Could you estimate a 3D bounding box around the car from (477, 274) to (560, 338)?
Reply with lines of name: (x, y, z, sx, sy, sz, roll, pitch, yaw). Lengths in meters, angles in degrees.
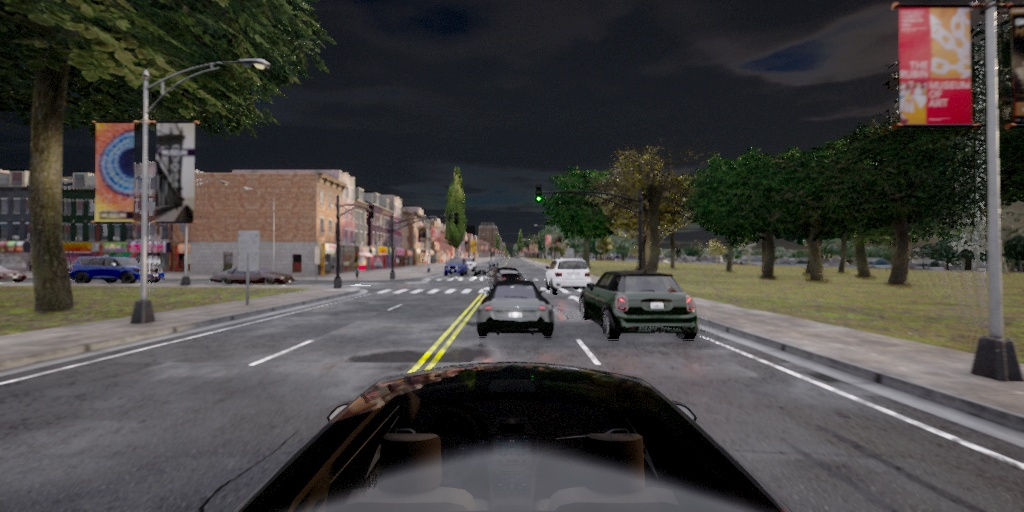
car: (0.085, 1.399, 10.552, 1.994, 1.385, 4.181, 0, -1, 0)

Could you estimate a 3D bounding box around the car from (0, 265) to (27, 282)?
car: (-39.691, 1.306, 26.976, 4.674, 1.442, 1.812, 0, -1, 0)

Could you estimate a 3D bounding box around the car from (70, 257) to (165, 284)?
car: (-29.563, 1.075, 26.963, 5.566, 2.045, 2.150, 0, -1, 0)

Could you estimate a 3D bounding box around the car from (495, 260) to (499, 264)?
car: (-3.342, 1.582, 51.986, 1.994, 1.385, 4.181, 0, 0, 0)

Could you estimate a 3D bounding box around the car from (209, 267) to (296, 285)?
car: (-19.376, 1.494, 26.910, 5.357, 1.411, 2.033, 1, -1, -3)

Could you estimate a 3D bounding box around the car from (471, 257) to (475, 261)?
car: (-6.593, 1.235, 53.232, 2.150, 2.045, 5.566, 0, 0, 0)

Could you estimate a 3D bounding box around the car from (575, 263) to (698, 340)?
car: (3.338, 1.186, 10.358, 2.097, 1.767, 4.553, 0, -1, 0)

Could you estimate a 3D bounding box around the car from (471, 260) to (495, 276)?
car: (-3.352, 1.545, 42.044, 1.837, 1.490, 4.892, 0, 0, 0)

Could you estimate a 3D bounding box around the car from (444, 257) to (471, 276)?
car: (-6.603, 1.263, 42.579, 2.150, 2.045, 5.566, 0, 0, 0)

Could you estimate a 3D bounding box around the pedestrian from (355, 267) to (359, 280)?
pedestrian: (-14.133, 1.591, 32.803, 0.500, 1.100, 0.500, 0, -1, 0)

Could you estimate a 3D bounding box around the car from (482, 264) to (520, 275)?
car: (-0.501, 1.467, 22.474, 1.837, 1.490, 4.892, 1, 0, -11)

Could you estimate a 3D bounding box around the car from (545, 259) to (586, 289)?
car: (3.329, 1.179, 22.017, 2.150, 2.045, 5.566, 0, 0, 0)
